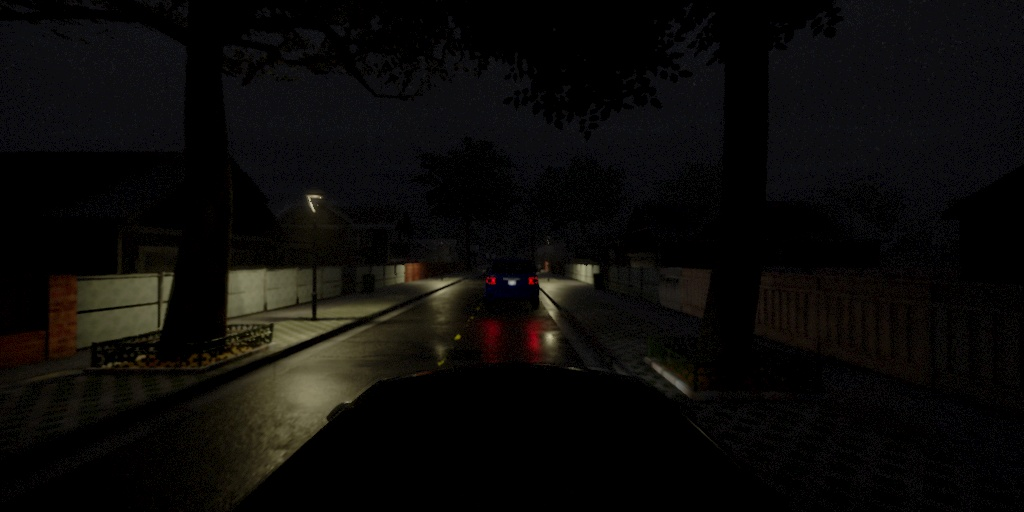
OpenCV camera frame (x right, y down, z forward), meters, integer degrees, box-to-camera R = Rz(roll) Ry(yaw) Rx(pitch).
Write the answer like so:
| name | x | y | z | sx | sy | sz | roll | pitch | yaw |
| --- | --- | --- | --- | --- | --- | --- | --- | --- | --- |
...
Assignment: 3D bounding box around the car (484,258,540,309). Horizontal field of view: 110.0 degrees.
| name | x | y | z | sx | sy | sz | roll | pitch | yaw |
| --- | --- | --- | --- | --- | --- | --- | --- | --- | --- |
| car | 0.004 | 1.101 | 15.877 | 2.150 | 2.045 | 5.566 | 0 | 0 | 0 |
